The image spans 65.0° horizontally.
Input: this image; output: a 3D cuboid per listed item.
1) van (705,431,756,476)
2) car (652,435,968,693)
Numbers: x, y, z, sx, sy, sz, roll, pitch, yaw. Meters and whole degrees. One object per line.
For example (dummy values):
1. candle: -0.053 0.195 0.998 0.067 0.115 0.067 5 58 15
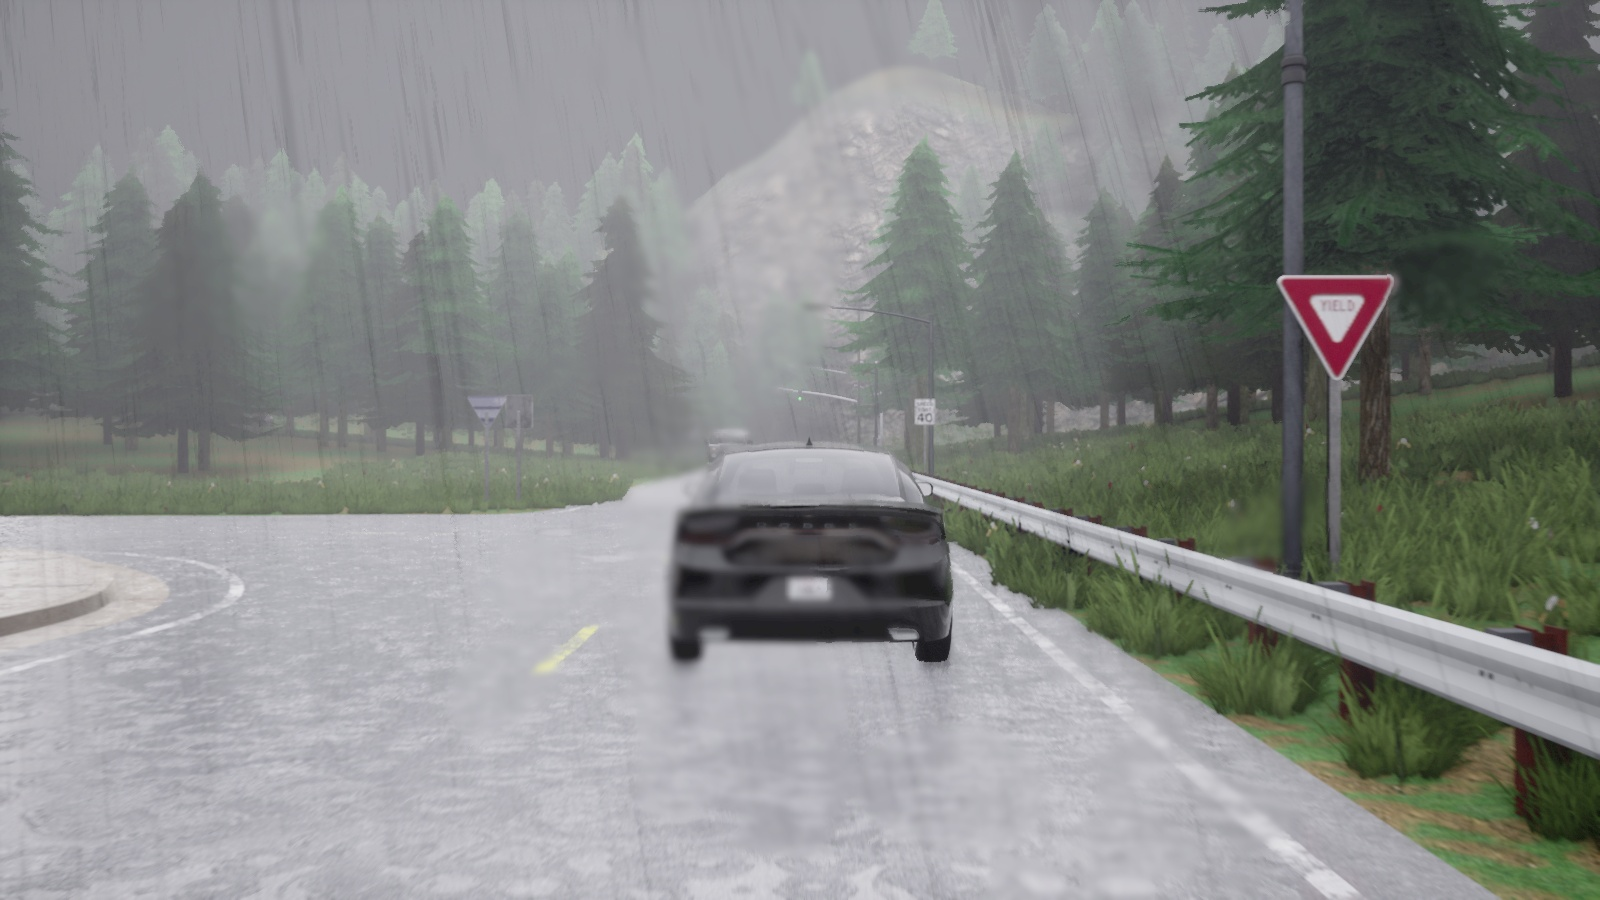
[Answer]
1. van: -3.156 0.144 57.993 2.069 2.038 4.480 0 0 0
2. car: 0.072 0.669 9.986 1.882 1.535 5.008 0 0 0
